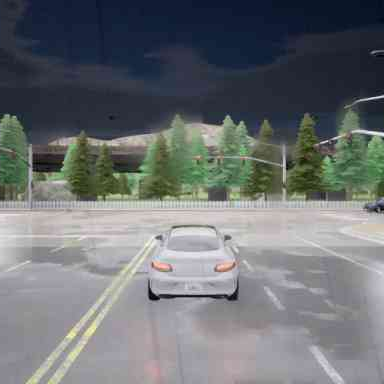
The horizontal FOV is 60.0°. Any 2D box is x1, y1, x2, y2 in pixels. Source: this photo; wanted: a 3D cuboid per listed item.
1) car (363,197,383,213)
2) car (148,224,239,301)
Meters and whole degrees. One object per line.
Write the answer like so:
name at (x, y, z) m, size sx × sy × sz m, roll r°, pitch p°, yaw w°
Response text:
car at (20.734, 1.296, 35.348) m, size 4.553 × 1.767 × 2.097 m, roll 0°, pitch 0°, yaw 0°
car at (0.033, 1.526, 8.216) m, size 1.812 × 1.442 × 4.674 m, roll 0°, pitch 0°, yaw 0°
